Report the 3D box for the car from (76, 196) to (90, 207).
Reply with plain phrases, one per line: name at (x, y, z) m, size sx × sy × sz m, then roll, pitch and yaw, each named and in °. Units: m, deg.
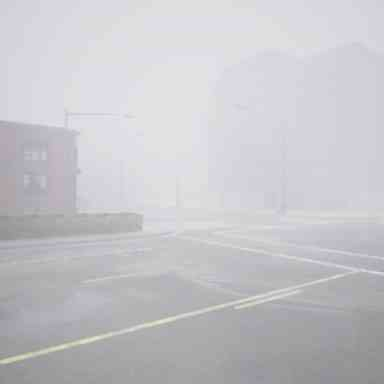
car at (-18.755, 1.533, 55.531) m, size 2.097 × 1.767 × 4.553 m, roll 1°, pitch 0°, yaw -36°
